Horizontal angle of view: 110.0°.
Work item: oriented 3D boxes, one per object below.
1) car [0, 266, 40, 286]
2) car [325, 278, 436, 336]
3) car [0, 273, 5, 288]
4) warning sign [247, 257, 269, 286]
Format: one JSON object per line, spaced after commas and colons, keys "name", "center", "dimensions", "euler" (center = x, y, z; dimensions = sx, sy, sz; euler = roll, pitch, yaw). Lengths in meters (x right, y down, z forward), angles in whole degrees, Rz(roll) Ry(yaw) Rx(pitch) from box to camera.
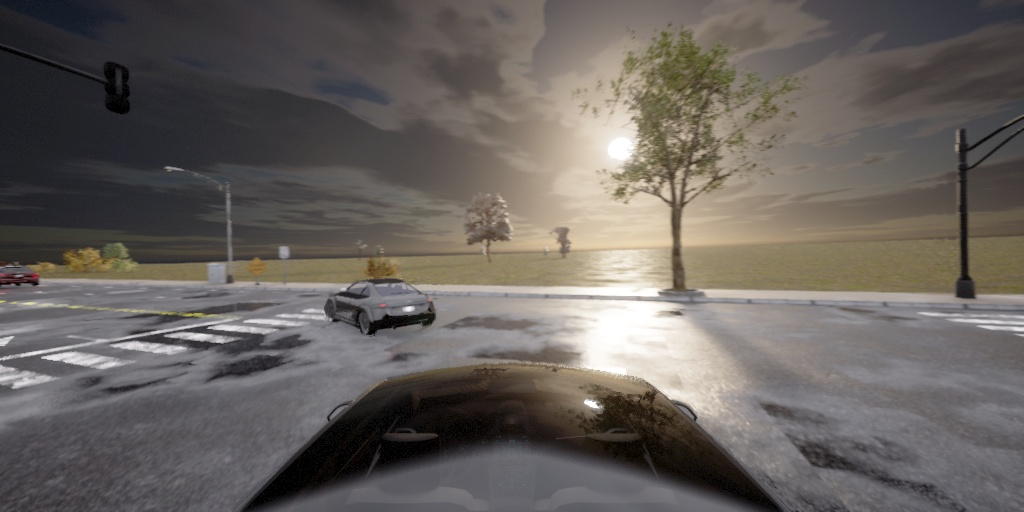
{"name": "car", "center": [-40.583, 1.596, 28.840], "dimensions": [4.553, 1.767, 2.097], "euler": [-1, 1, 20]}
{"name": "car", "center": [-4.080, 1.363, 10.870], "dimensions": [1.994, 1.385, 4.181], "euler": [-1, 1, -43]}
{"name": "car", "center": [-26.706, 1.679, 16.735], "dimensions": [5.357, 1.411, 2.033], "euler": [-1, 1, 20]}
{"name": "warning sign", "center": [-16.350, 0.988, 23.037], "dimensions": [1.060, 1.860, 1.300], "euler": [0, 0, 20]}
